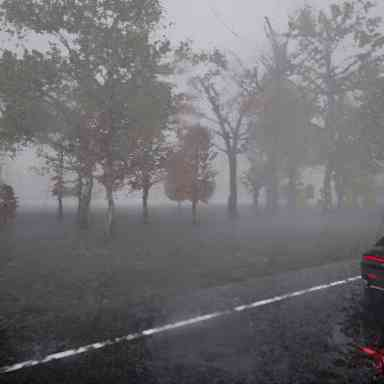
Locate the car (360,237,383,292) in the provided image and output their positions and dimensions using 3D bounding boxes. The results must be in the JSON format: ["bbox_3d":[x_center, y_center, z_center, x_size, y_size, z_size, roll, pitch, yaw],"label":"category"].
[{"bbox_3d":[5.959,1.591,7.974,4.892,1.490,1.837,1,-1,-35],"label":"car"}]
